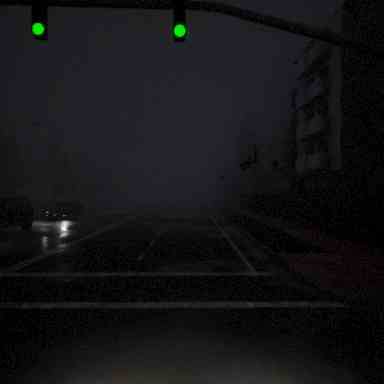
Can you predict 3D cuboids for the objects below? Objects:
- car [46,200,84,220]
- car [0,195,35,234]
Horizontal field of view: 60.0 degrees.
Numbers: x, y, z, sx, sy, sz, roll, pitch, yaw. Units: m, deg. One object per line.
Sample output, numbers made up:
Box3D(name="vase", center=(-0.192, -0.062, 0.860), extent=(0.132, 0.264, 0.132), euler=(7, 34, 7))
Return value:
Box3D(name="car", center=(-10.585, 1.506, 28.074), extent=(1.837, 1.490, 4.892), euler=(0, 0, 0))
Box3D(name="car", center=(-10.599, 1.224, 18.000), extent=(2.150, 2.045, 5.566), euler=(0, 0, 0))
